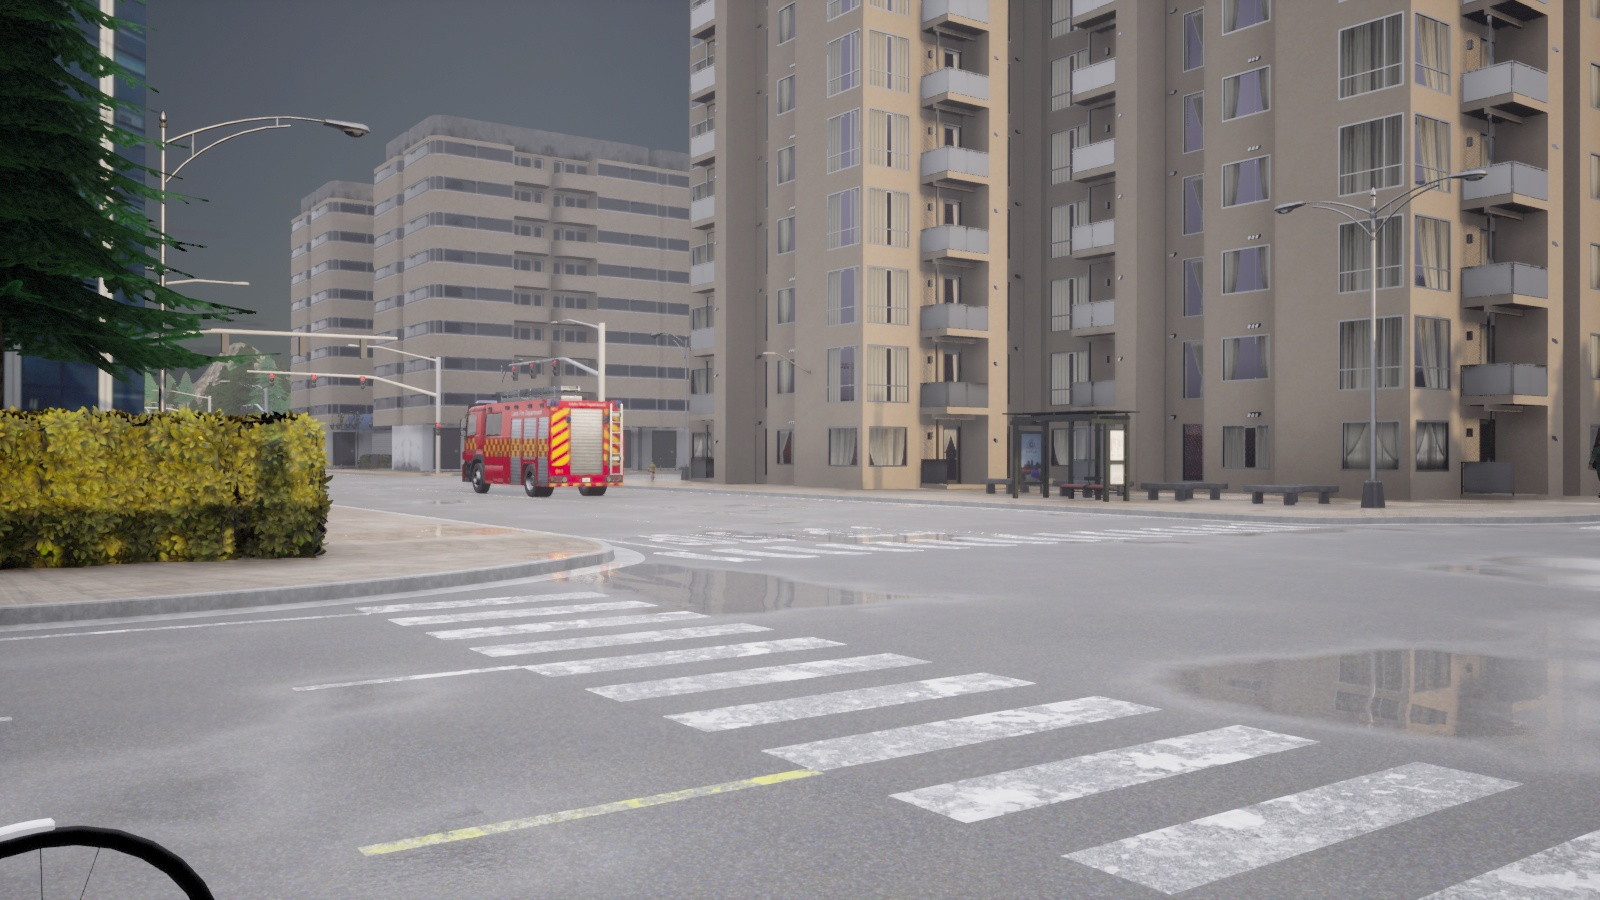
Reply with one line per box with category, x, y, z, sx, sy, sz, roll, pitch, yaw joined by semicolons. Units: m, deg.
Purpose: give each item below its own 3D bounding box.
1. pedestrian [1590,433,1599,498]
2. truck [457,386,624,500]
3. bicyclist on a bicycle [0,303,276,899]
pedestrian;23.104;0.438;36.157;0.614;1.847;0.353;0;0;-32
truck;-9.774;-0.230;46.430;2.891;3.827;8.468;0;0;-35
bicyclist on a bicycle;-2.003;0.625;2.277;1.843;1.776;0.659;0;0;-35
